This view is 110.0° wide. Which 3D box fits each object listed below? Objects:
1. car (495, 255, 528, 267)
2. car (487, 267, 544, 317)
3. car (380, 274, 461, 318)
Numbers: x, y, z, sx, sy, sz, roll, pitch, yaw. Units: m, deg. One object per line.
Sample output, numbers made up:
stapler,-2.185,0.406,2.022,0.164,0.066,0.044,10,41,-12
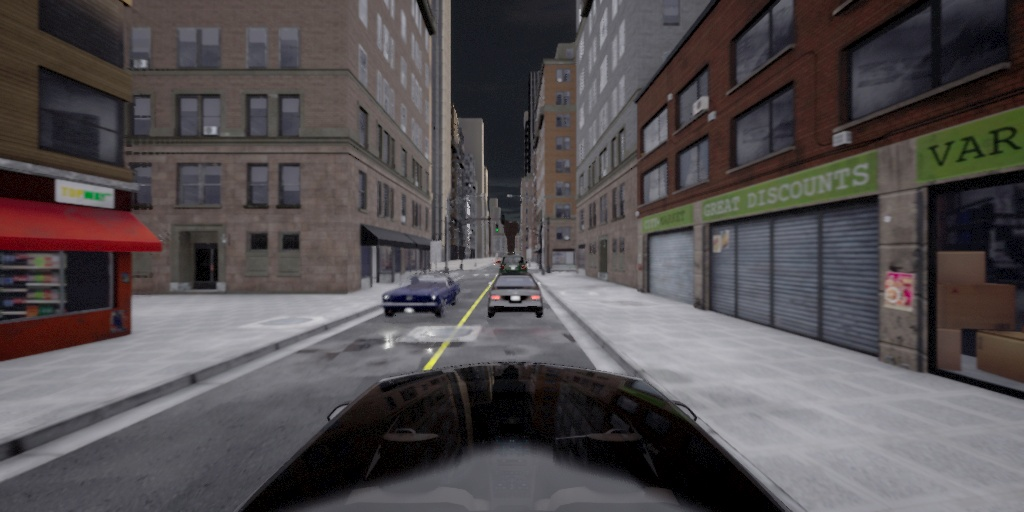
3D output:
car,0.086,0.956,28.024,2.150,2.045,5.566,0,0,0
car,0.096,1.290,13.063,2.033,1.411,5.357,0,0,0
car,-3.099,1.345,13.053,1.895,1.301,4.718,0,0,0
